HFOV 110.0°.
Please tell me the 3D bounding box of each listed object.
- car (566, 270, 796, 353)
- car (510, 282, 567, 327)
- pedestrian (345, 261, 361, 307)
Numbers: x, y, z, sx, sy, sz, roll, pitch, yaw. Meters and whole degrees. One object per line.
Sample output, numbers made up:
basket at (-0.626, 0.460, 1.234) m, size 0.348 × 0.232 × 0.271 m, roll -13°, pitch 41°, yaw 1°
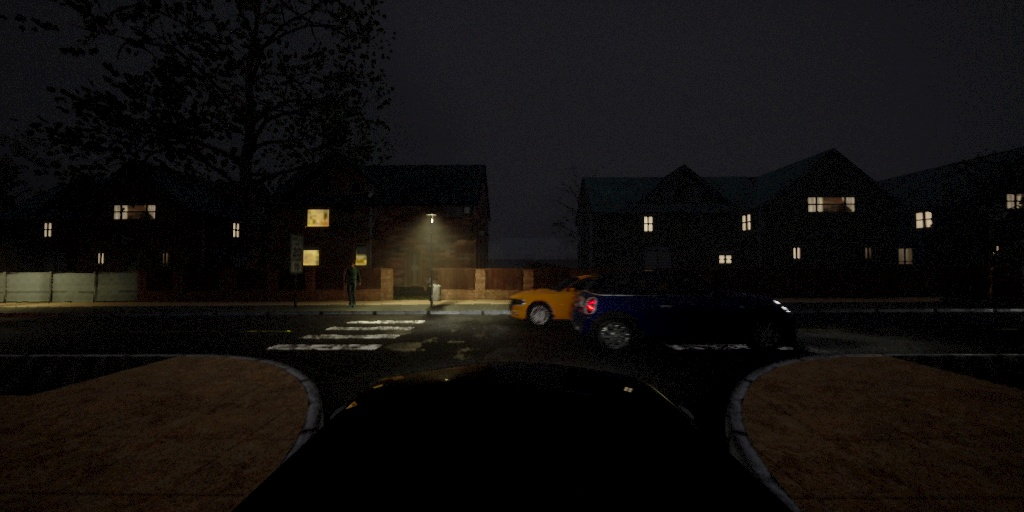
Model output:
car at (3.738, 1.095, 8.279) m, size 4.553 × 1.767 × 2.097 m, roll -1°, pitch -1°, yaw 2°
car at (2.440, 1.300, 11.270) m, size 5.008 × 1.535 × 1.882 m, roll -1°, pitch -1°, yaw 2°
pedestrian at (-6.457, 1.123, 14.465) m, size 0.375 × 1.860 × 0.375 m, roll 0°, pitch -1°, yaw 2°
